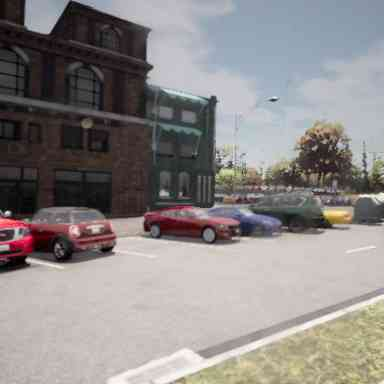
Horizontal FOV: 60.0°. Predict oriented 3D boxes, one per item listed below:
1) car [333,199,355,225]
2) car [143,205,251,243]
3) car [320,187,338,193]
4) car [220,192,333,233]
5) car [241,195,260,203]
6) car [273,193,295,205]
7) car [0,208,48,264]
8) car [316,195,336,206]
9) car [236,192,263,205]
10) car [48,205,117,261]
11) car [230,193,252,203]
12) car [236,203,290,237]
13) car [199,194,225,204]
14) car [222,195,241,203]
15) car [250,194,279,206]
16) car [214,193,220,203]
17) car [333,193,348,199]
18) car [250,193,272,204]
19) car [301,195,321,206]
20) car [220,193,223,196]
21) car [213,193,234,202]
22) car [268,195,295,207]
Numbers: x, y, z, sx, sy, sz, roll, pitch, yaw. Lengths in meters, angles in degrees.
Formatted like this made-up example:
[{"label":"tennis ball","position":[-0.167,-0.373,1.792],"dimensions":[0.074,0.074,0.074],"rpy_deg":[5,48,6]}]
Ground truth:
[{"label":"car","position":[7.176,1.426,21.212],"dimensions":[5.366,1.575,1.946],"rpy_deg":[-1,0,35]},{"label":"car","position":[-0.076,1.460,15.879],"dimensions":[5.008,1.535,2.097],"rpy_deg":[-1,-1,35]},{"label":"car","position":[26.212,-0.155,64.469],"dimensions":[2.097,1.767,4.553],"rpy_deg":[2,3,-34]},{"label":"car","position":[4.832,1.192,19.375],"dimensions":[5.566,2.045,2.435],"rpy_deg":[-1,0,35]},{"label":"car","position":[12.710,1.609,71.905],"dimensions":[2.231,1.521,4.892],"rpy_deg":[1,-2,35]},{"label":"car","position":[17.882,1.353,64.432],"dimensions":[2.435,2.045,5.566],"rpy_deg":[1,-2,35]},{"label":"car","position":[-7.419,1.215,10.649],"dimensions":[5.566,2.045,2.435],"rpy_deg":[-1,-1,35]},{"label":"car","position":[23.074,1.479,57.024],"dimensions":[2.185,1.767,4.553],"rpy_deg":[1,-2,35]},{"label":"car","position":[8.390,0.980,48.360],"dimensions":[2.185,1.767,4.553],"rpy_deg":[0,-1,35]},{"label":"car","position":[-4.969,1.339,12.375],"dimensions":[4.553,1.767,2.185],"rpy_deg":[-1,0,35]},{"label":"car","position":[10.992,1.356,74.373],"dimensions":[2.435,2.045,5.566],"rpy_deg":[1,-2,35]},{"label":"car","position":[2.397,1.494,17.622],"dimensions":[4.674,1.452,2.002],"rpy_deg":[-1,-1,35]},{"label":"car","position":[3.345,1.138,55.655],"dimensions":[2.163,1.488,4.792],"rpy_deg":[1,0,35]},{"label":"car","position":[9.180,1.599,76.722],"dimensions":[1.946,1.575,5.366],"rpy_deg":[1,-2,35]},{"label":"car","position":[10.089,1.106,45.947],"dimensions":[2.231,1.521,4.892],"rpy_deg":[0,-1,35]},{"label":"car","position":[5.042,1.109,53.243],"dimensions":[2.231,1.521,4.892],"rpy_deg":[0,-1,35]},{"label":"car","position":[24.754,1.476,54.492],"dimensions":[2.185,1.767,4.553],"rpy_deg":[1,-2,35]},{"label":"car","position":[14.474,1.357,69.452],"dimensions":[2.435,2.045,5.566],"rpy_deg":[1,-2,35]},{"label":"car","position":[21.346,1.480,59.509],"dimensions":[2.185,1.767,4.553],"rpy_deg":[1,-2,35]},{"label":"car","position":[6.825,1.107,50.970],"dimensions":[1.946,1.575,5.366],"rpy_deg":[0,-1,35]},{"label":"car","position":[7.589,1.360,79.391],"dimensions":[2.435,2.045,5.566],"rpy_deg":[1,-2,35]},{"label":"car","position":[11.776,1.145,43.518],"dimensions":[2.002,1.452,4.674],"rpy_deg":[1,0,35]}]
